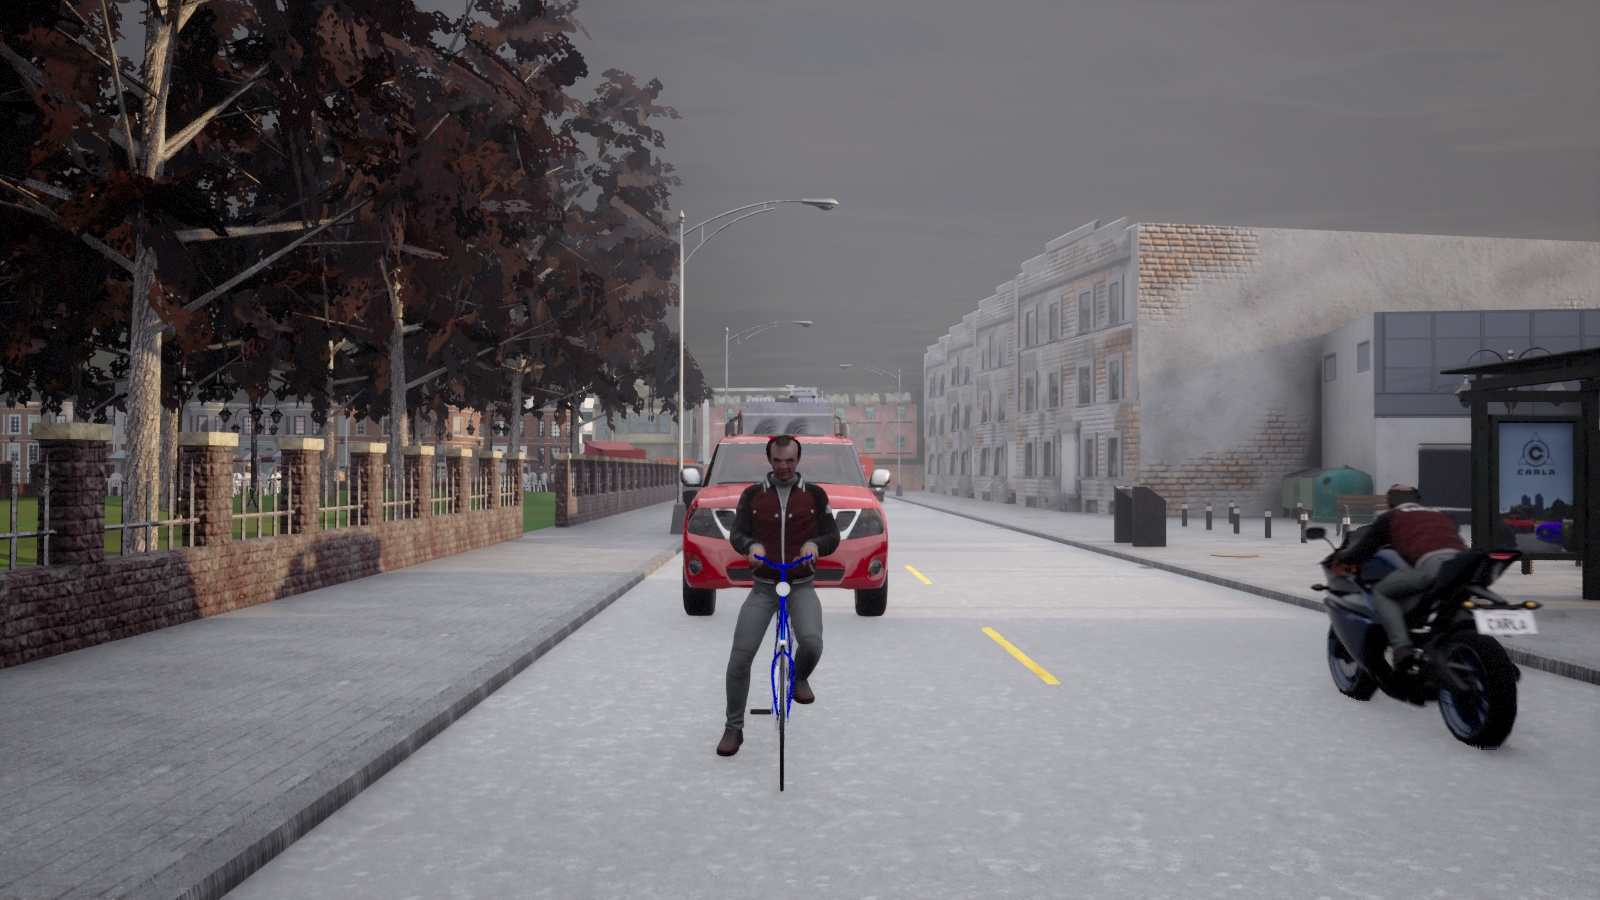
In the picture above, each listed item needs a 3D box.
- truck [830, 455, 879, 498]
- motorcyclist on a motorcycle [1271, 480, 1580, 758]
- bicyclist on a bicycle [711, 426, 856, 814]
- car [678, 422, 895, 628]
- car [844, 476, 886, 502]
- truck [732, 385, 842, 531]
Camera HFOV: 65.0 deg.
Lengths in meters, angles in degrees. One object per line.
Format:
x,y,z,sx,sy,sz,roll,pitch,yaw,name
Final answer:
3.196,1.574,75.182,2.627,2.467,5.204,0,-1,-1,truck
3.902,0.970,8.108,0.866,1.530,2.191,0,-1,-1,motorcyclist on a motorcycle
-0.083,0.798,6.689,0.659,1.776,1.843,0,-1,-1,bicyclist on a bicycle
-0.171,0.791,15.308,2.150,2.045,5.566,0,-1,-1,car
3.312,1.989,64.916,1.895,1.301,4.718,0,-1,-1,car
-0.389,0.278,37.431,2.891,3.827,8.468,0,-1,-1,truck
